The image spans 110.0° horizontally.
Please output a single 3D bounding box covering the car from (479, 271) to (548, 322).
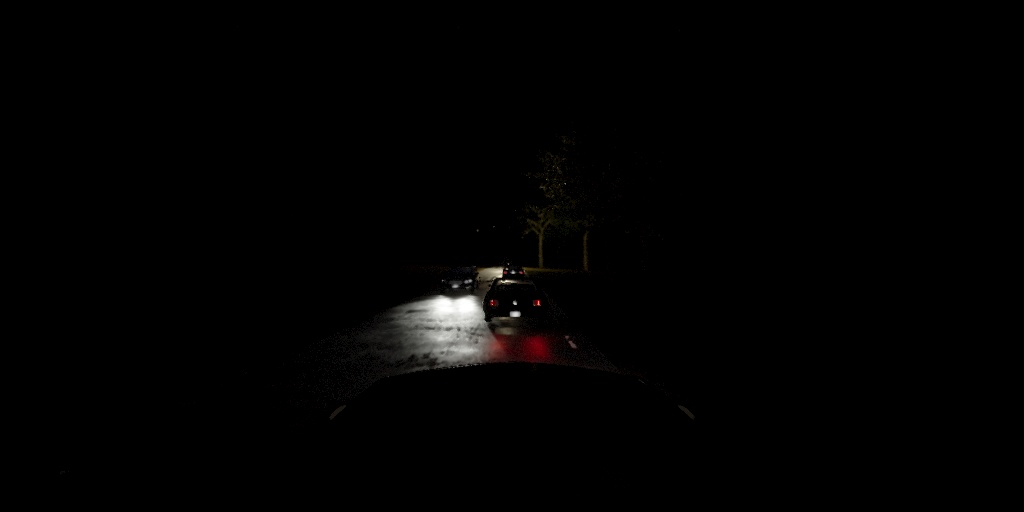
[{"bbox_3d":[0.097,1.364,12.378,1.895,1.301,4.718,0,0,0],"label":"car"}]

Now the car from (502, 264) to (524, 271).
[{"bbox_3d":[0.090,1.348,30.502,2.033,1.411,5.357,0,0,0],"label":"car"}]

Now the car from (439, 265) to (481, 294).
[{"bbox_3d":[-2.856,1.271,20.498,2.128,1.511,4.902,0,0,0],"label":"car"}]
